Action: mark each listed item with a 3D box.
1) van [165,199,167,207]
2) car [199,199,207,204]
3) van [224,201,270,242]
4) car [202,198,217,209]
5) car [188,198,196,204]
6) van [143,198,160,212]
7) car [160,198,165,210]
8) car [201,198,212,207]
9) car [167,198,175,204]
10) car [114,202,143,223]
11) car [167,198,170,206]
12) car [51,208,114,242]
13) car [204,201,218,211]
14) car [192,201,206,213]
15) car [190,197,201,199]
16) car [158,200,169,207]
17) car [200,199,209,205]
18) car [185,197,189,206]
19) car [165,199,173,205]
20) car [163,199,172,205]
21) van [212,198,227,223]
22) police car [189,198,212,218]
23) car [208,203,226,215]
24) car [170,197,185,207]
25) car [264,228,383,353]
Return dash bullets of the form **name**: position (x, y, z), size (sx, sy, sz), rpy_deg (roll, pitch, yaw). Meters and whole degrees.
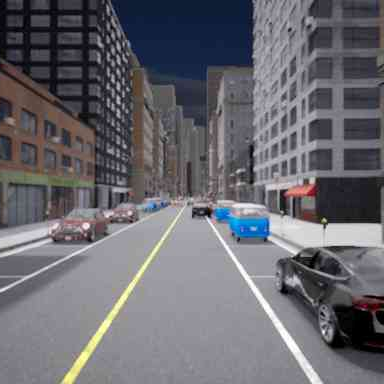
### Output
- **van**: position (-5.663, 1.906, 55.740), size (1.690, 1.788, 3.998), rpy_deg (0, -1, 0)
- **car**: position (2.866, 2.475, 88.743), size (1.947, 1.339, 4.313), rpy_deg (0, -1, 0)
- **van**: position (2.858, 1.516, 17.232), size (1.690, 1.788, 3.998), rpy_deg (0, -1, 0)
- **car**: position (2.862, 1.880, 55.739), size (2.192, 1.841, 5.009), rpy_deg (0, -1, 0)
- **car**: position (0.010, 2.282, 84.250), size (1.812, 1.442, 4.674), rpy_deg (0, -1, 0)
- **van**: position (-5.665, 1.793, 44.739), size (1.690, 1.788, 3.998), rpy_deg (0, -1, 0)
- **car**: position (-5.664, 2.059, 50.237), size (2.008, 1.369, 4.403), rpy_deg (0, -1, 0)
- **car**: position (2.864, 2.118, 66.740), size (1.967, 1.590, 4.097), rpy_deg (0, -1, 0)
- **car**: position (-5.660, 2.350, 88.746), size (1.967, 1.590, 4.097), rpy_deg (0, -1, 0)
- **car**: position (-5.666, 1.726, 28.234), size (1.967, 1.590, 4.097), rpy_deg (0, -1, 0)
- **car**: position (-5.662, 2.187, 61.239), size (1.947, 1.339, 4.313), rpy_deg (0, -1, 0)
- **car**: position (-5.668, 1.615, 17.232), size (1.967, 1.590, 4.097), rpy_deg (0, -1, 0)
- **car**: position (2.862, 2.090, 50.235), size (1.802, 1.307, 4.206), rpy_deg (0, -1, 0)
- **car**: position (0.906, 1.970, 43.910), size (1.812, 1.442, 4.674), rpy_deg (0, -1, 0)
- **car**: position (0.906, 1.962, 50.101), size (1.801, 1.575, 5.366), rpy_deg (0, -1, 0)
- **car**: position (-5.661, 2.260, 66.740), size (1.802, 1.307, 4.206), rpy_deg (0, -1, 0)
- **car**: position (2.865, 2.344, 77.742), size (2.008, 1.369, 4.403), rpy_deg (0, -1, 0)
- **car**: position (0.008, 2.188, 69.145), size (1.994, 1.385, 4.181), rpy_deg (0, -1, 0)
- **car**: position (-5.660, 2.433, 83.243), size (1.802, 1.307, 4.206), rpy_deg (0, -1, 0)
- **car**: position (-5.660, 2.359, 77.742), size (1.947, 1.339, 4.313), rpy_deg (0, -1, 0)
- **van**: position (2.859, 1.627, 28.234), size (1.690, 1.788, 3.998), rpy_deg (0, -1, 0)
- **police car**: position (0.904, 1.769, 34.021), size (1.930, 1.638, 5.238), rpy_deg (0, -1, 0)
- **car**: position (2.861, 1.979, 39.234), size (1.802, 1.307, 4.206), rpy_deg (0, -1, 0)
- **car**: position (-3.005, 2.021, 65.771), size (2.097, 1.767, 4.553), rpy_deg (0, -1, 0)
- **car**: position (2.857, 1.630, 6.227), size (1.947, 1.339, 4.313), rpy_deg (0, -1, 0)
